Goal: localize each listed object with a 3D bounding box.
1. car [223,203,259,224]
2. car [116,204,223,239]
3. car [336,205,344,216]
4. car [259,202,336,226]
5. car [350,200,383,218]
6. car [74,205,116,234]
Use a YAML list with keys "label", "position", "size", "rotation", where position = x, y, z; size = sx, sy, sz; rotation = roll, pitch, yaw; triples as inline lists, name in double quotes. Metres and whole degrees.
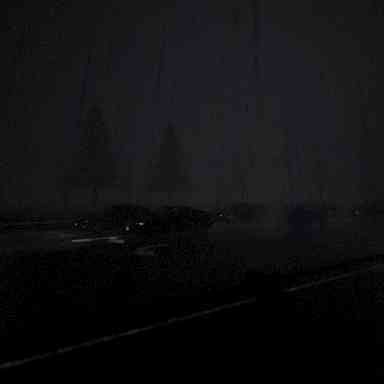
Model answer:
- label: "car"
  position: [3.653, 1.534, 24.987]
  size: [5.357, 1.411, 2.033]
  rotation: [0, 0, -35]
- label: "car"
  position: [-1.092, 1.485, 17.315]
  size: [4.902, 1.511, 2.128]
  rotation: [0, 0, -35]
- label: "car"
  position: [11.970, 1.580, 30.888]
  size: [4.718, 1.301, 1.895]
  rotation: [0, 0, -35]
- label: "car"
  position: [7.529, 1.533, 23.449]
  size: [5.357, 1.411, 2.033]
  rotation: [0, 0, -35]
- label: "car"
  position: [15.924, 1.468, 29.404]
  size: [4.902, 1.511, 2.128]
  rotation: [0, 0, -35]
- label: "car"
  position: [-4.285, 1.499, 19.341]
  size: [4.892, 1.490, 1.837]
  rotation: [0, 0, -35]
